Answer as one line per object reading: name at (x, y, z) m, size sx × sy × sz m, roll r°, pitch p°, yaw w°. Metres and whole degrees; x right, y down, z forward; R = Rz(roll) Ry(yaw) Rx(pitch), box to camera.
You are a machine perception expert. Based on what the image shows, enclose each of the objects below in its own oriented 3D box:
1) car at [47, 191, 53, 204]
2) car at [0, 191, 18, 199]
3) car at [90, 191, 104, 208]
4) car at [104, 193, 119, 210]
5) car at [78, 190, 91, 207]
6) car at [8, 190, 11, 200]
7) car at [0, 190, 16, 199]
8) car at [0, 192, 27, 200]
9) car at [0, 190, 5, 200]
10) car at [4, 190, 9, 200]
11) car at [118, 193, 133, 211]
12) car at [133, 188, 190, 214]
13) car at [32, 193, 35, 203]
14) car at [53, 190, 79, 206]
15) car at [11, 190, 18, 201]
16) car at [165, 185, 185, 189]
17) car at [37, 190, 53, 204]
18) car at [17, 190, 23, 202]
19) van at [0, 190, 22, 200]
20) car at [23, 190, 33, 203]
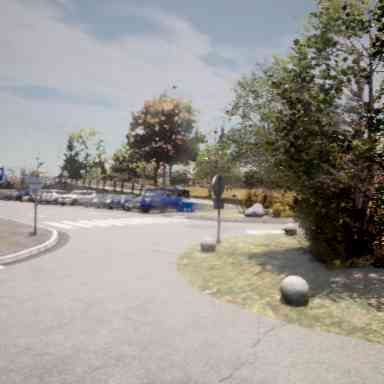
car at (-17.277, 1.061, 46.950) m, size 2.163 × 1.488 × 4.792 m, roll 1°, pitch -1°, yaw 27°
car at (-40.110, 0.638, 71.132) m, size 2.185 × 1.767 × 4.553 m, roll 1°, pitch -1°, yaw 26°
car at (-8.926, 1.005, 38.235) m, size 2.185 × 1.767 × 4.553 m, roll 1°, pitch -1°, yaw 26°
car at (-6.880, 1.028, 35.989) m, size 2.185 × 1.767 × 4.553 m, roll 1°, pitch -1°, yaw 26°
car at (-11.013, 0.981, 40.427) m, size 2.185 × 1.767 × 4.553 m, roll 1°, pitch -1°, yaw 27°
car at (-29.755, 0.915, 60.110) m, size 2.163 × 1.488 × 4.792 m, roll 1°, pitch -1°, yaw 27°
car at (-42.208, 0.485, 73.273) m, size 2.435 × 2.045 × 5.566 m, roll 1°, pitch -1°, yaw 26°
car at (-35.970, 0.814, 66.722) m, size 2.231 × 1.521 × 4.892 m, roll 1°, pitch -1°, yaw 26°
car at (-33.921, 0.711, 64.500) m, size 2.185 × 1.767 × 4.553 m, roll 1°, pitch -1°, yaw 27°
car at (-31.831, 0.736, 62.308) m, size 2.185 × 1.767 × 4.553 m, roll 1°, pitch -1°, yaw 26°
car at (-4.783, 1.180, 33.824) m, size 2.231 × 1.521 × 4.892 m, roll 1°, pitch -1°, yaw 26°
car at (-2.699, 0.952, 31.658) m, size 2.435 × 2.045 × 5.566 m, roll 1°, pitch -1°, yaw 27°
car at (-21.438, 0.985, 51.362) m, size 2.231 × 1.521 × 4.892 m, roll 1°, pitch -1°, yaw 27°
car at (-15.187, 0.805, 44.762) m, size 2.435 × 2.045 × 5.566 m, roll 1°, pitch -1°, yaw 27°
car at (-27.641, 0.660, 57.975) m, size 2.435 × 2.045 × 5.566 m, roll 1°, pitch -1°, yaw 26°
car at (-2.351, -0.111, 41.268) m, size 1.882 × 1.535 × 5.008 m, roll 1°, pitch 4°, yaw -43°
car at (-19.321, 0.758, 49.203) m, size 2.435 × 2.045 × 5.566 m, roll 1°, pitch -1°, yaw 26°
car at (-25.661, 0.928, 55.584) m, size 1.946 × 1.575 × 5.366 m, roll 1°, pitch -1°, yaw 27°
van at (-38.001, 0.565, 69.020) m, size 1.878 × 1.987 × 4.442 m, roll 1°, pitch -1°, yaw 26°
car at (-23.513, 0.708, 53.535) m, size 2.435 × 2.045 × 5.566 m, roll 1°, pitch -1°, yaw 27°
